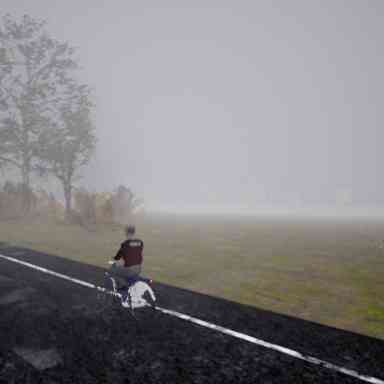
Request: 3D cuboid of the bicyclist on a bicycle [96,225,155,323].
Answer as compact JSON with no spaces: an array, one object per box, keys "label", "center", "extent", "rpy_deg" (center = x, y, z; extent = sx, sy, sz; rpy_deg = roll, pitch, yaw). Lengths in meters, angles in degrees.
[{"label":"bicyclist on a bicycle","center":[-1.351,1.517,6.467],"extent":[1.843,1.776,0.659],"rpy_deg":[0,-2,42]}]
